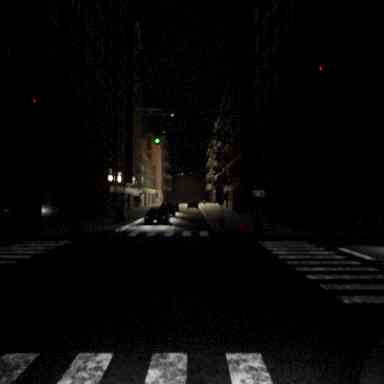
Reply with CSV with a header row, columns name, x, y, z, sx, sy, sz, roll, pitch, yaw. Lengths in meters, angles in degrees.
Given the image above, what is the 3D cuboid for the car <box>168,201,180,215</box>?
name,x,y,z,sx,sy,sz,roll,pitch,yaw
car,-2.818,1.964,37.967,2.128,1.511,4.902,0,-1,0

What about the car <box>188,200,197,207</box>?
name,x,y,z,sx,sy,sz,roll,pitch,yaw
car,0.142,2.353,67.933,1.812,1.442,4.674,0,-1,0

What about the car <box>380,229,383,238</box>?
name,x,y,z,sx,sy,sz,roll,pitch,yaw
car,11.645,1.754,15.834,4.829,1.417,1.752,0,-1,0

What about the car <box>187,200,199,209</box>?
name,x,y,z,sx,sy,sz,roll,pitch,yaw
car,0.134,2.186,57.791,1.882,1.535,5.008,0,-1,0

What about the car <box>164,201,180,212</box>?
name,x,y,z,sx,sy,sz,roll,pitch,yaw
car,-2.813,2.087,48.167,2.128,1.511,4.902,0,-1,0

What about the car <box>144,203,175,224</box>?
name,x,y,z,sx,sy,sz,roll,pitch,yaw
car,-2.827,1.900,28.145,2.033,1.411,5.357,0,-1,0
